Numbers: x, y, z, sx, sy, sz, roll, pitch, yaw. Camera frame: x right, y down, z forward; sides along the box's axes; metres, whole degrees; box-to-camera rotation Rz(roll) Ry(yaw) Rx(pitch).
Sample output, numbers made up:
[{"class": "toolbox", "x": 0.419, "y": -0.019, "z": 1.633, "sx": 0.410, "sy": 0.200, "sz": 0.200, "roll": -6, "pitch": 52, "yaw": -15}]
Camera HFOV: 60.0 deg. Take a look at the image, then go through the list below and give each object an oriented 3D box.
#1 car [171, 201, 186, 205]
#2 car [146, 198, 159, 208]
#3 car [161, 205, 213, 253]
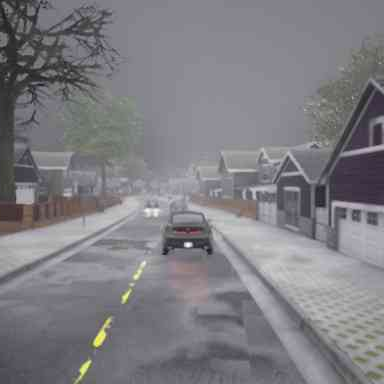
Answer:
[{"class": "car", "x": -1.352, "y": 1.619, "z": 33.442, "sx": 2.033, "sy": 1.411, "sz": 5.357, "roll": 0, "pitch": 0, "yaw": -5}, {"class": "car", "x": -5.914, "y": 1.628, "z": 50.027, "sx": 2.128, "sy": 1.511, "sz": 4.902, "roll": 0, "pitch": 0, "yaw": -7}, {"class": "car", "x": -0.200, "y": 1.524, "z": 13.647, "sx": 1.837, "sy": 1.490, "sz": 4.892, "roll": 0, "pitch": 0, "yaw": -2}]
